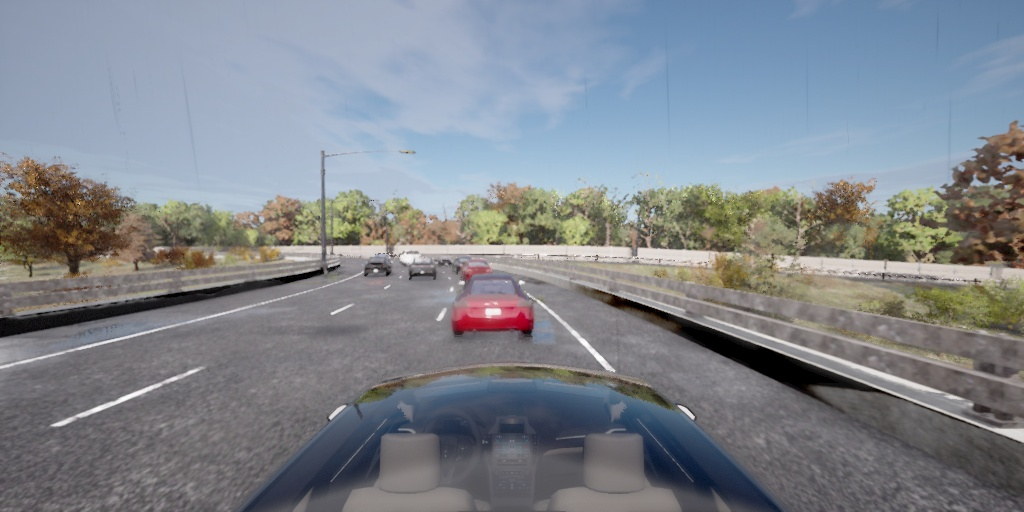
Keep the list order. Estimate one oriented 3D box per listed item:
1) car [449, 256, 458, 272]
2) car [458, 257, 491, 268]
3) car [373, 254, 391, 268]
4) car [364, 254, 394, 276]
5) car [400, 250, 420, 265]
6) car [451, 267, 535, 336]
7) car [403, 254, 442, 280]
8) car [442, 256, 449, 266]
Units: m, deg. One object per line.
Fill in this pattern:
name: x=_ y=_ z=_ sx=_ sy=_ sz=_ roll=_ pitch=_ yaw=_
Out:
car: x=-4.174 y=0.772 z=31.290 sx=1.812 sy=1.442 sz=4.674 roll=0 pitch=1 yaw=-15
car: x=-2.239 y=0.922 z=22.471 sx=1.812 sy=1.442 sz=4.674 roll=0 pitch=1 yaw=-11
car: x=-15.753 y=0.534 z=43.329 sx=1.882 sy=1.535 sz=5.008 roll=0 pitch=1 yaw=-22
car: x=-10.835 y=0.798 z=29.237 sx=1.837 sy=1.490 sz=4.892 roll=0 pitch=1 yaw=-15
car: x=-13.034 y=0.230 z=45.939 sx=2.150 sy=2.045 sz=5.566 roll=0 pitch=1 yaw=-23
car: x=-0.548 y=1.173 z=9.950 sx=1.994 sy=1.385 sz=4.181 roll=0 pitch=1 yaw=-4
car: x=-6.381 y=0.836 z=25.815 sx=2.128 sy=1.511 sz=4.902 roll=0 pitch=1 yaw=-13
car: x=-8.481 y=0.634 z=44.031 sx=1.895 sy=1.301 sz=4.718 roll=0 pitch=1 yaw=-22
